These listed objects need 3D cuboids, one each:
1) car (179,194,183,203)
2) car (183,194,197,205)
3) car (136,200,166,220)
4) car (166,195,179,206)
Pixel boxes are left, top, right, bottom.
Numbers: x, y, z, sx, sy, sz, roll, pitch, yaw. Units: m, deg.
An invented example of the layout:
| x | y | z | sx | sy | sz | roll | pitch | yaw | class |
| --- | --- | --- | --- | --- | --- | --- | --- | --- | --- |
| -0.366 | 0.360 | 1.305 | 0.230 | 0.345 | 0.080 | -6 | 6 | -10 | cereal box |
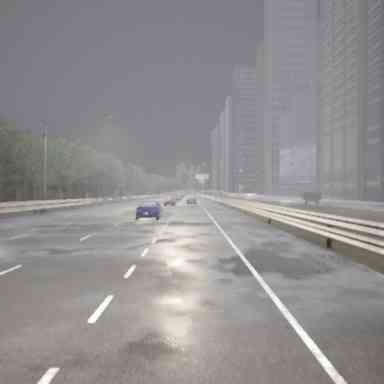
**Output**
| x | y | z | sx | sy | sz | roll | pitch | yaw | class |
| --- | --- | --- | --- | --- | --- | --- | --- | --- | --- |
| -3.760 | 1.504 | 76.142 | 2.097 | 1.767 | 4.553 | 0 | 0 | 0 | car |
| -0.071 | 1.598 | 63.233 | 2.128 | 1.511 | 4.902 | 0 | 0 | 0 | car |
| -3.528 | 1.503 | 28.136 | 1.882 | 1.535 | 5.008 | 0 | 0 | 0 | car |
| -3.637 | 1.690 | 56.686 | 1.895 | 1.301 | 4.718 | 0 | 0 | 0 | car |
